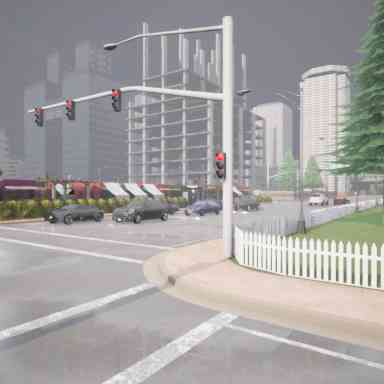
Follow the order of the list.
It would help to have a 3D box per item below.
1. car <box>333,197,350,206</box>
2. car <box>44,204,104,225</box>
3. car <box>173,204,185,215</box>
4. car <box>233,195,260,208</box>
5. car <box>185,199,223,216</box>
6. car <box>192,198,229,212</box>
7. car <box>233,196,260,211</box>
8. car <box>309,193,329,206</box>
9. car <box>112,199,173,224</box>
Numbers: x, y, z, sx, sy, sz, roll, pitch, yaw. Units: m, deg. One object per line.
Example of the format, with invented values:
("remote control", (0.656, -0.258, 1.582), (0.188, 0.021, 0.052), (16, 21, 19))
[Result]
("car", (24.179, 1.478, 53.601), (1.882, 1.535, 5.008), (0, 0, 34))
("car", (-8.543, 1.564, 24.390), (1.994, 1.385, 4.181), (0, 0, 34))
("car", (-3.357, 1.547, 32.041), (2.033, 1.411, 5.357), (0, 0, 34))
("car", (8.000, 1.352, 48.723), (2.097, 1.767, 4.553), (0, 0, 35))
("car", (1.126, 1.526, 32.396), (1.812, 1.442, 4.674), (0, 0, 34))
("car", (2.293, 1.547, 40.374), (2.033, 1.411, 5.357), (0, 0, 34))
("car", (6.766, 1.505, 40.720), (1.837, 1.490, 4.892), (0, 0, 34))
("car", (21.109, 1.221, 55.312), (2.150, 2.045, 5.566), (0, 0, 34))
("car", (-3.830, 1.352, 25.105), (2.097, 1.767, 4.553), (0, 0, 34))
